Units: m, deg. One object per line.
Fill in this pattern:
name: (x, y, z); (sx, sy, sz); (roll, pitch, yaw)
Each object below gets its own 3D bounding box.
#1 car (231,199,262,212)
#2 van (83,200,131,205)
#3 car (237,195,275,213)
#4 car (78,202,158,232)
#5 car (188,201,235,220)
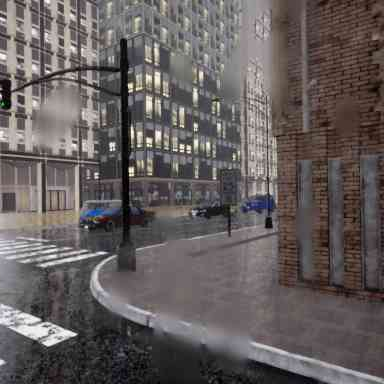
car: (6.829, 1.688, 41.384); (1.752, 1.417, 4.829); (-2, -1, 36)
van: (-6.000, 1.460, 23.471); (1.690, 1.788, 3.998); (-2, -1, 36)
car: (7.687, 1.329, 38.121); (2.150, 2.045, 5.566); (-1, -1, 36)
car: (-4.482, 1.614, 21.136); (2.033, 1.411, 5.357); (-1, -1, 36)
car: (1.598, 1.578, 29.626); (2.128, 1.511, 4.902); (-1, -1, 36)
